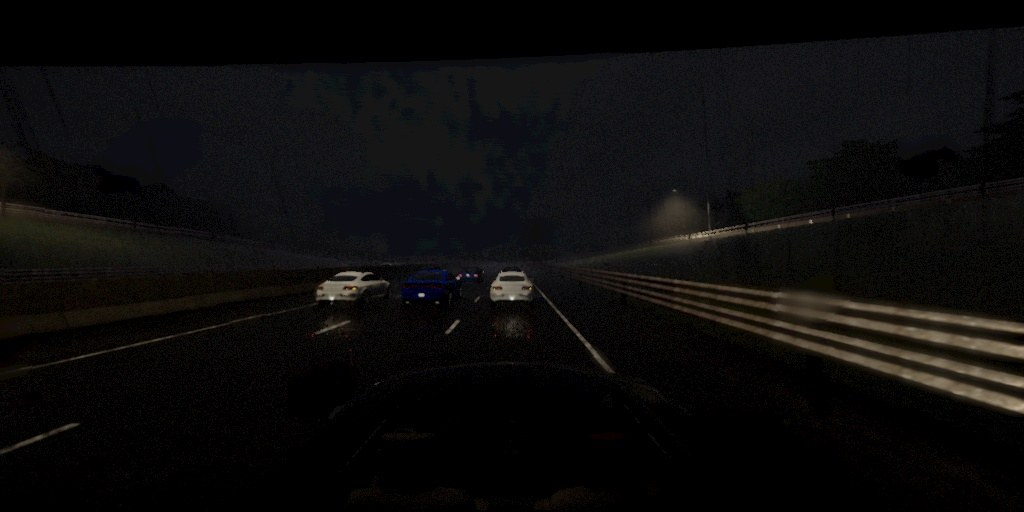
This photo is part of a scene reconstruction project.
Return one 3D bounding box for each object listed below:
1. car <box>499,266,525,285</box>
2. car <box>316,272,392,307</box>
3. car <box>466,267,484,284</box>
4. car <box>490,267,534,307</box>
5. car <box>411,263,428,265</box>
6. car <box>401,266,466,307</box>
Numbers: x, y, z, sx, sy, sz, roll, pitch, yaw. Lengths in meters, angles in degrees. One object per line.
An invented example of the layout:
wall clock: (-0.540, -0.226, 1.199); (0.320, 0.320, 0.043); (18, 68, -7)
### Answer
car: (0.011, 1.614, 30.859); (2.033, 1.411, 5.357); (0, -1, 0)
car: (-6.990, 1.425, 16.238); (1.812, 1.442, 4.674); (0, 0, 0)
car: (-3.488, 1.614, 30.862); (2.033, 1.411, 5.357); (0, -1, 0)
car: (0.011, 1.425, 16.246); (1.812, 1.442, 4.674); (0, 0, 0)
car: (-6.985, 1.578, 31.165); (1.837, 1.490, 4.892); (0, 0, 0)
car: (-3.488, 1.378, 16.330); (1.882, 1.535, 5.008); (0, 0, 0)
